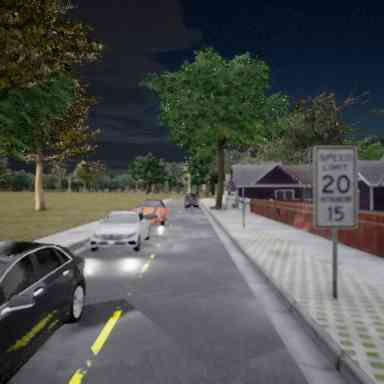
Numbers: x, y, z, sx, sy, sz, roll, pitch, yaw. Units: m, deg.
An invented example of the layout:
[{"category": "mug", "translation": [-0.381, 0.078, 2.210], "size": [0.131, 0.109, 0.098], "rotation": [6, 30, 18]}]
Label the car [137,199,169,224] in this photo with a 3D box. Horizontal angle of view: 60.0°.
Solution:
[{"category": "car", "translation": [-2.883, 1.345, 24.242], "size": [2.097, 1.767, 4.553], "rotation": [0, 0, 0]}]

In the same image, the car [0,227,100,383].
[{"category": "car", "translation": [-2.854, 1.505, 4.361], "size": [1.837, 1.490, 4.892], "rotation": [0, 0, 0]}]

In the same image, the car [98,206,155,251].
[{"category": "car", "translation": [-2.876, 1.523, 14.201], "size": [1.812, 1.442, 4.674], "rotation": [0, 0, 0]}]

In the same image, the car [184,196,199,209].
[{"category": "car", "translation": [0.010, 1.560, 43.822], "size": [1.895, 1.301, 4.718], "rotation": [0, 0, 0]}]

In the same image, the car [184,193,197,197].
[{"category": "car", "translation": [-0.102, 1.147, 53.887], "size": [2.150, 2.045, 5.566], "rotation": [0, 0, 0]}]
